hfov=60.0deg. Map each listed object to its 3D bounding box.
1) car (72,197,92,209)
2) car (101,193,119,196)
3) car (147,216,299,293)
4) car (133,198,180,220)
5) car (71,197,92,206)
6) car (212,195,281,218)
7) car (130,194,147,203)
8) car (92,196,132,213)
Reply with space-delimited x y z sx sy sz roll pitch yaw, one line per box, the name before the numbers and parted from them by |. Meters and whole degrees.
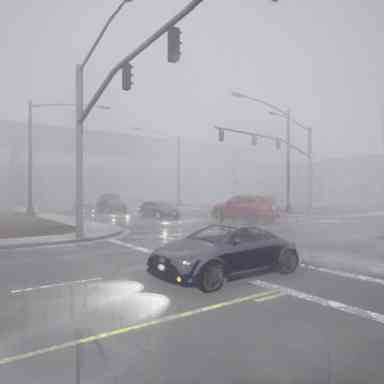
car | -14.663 1.526 44.928 1.812 1.442 4.674 0 0 -32
car | -11.954 1.221 47.343 2.150 2.045 5.566 0 0 -33
car | 0.926 1.558 8.871 4.181 1.385 1.994 0 0 -35
car | -2.872 1.505 28.448 1.837 1.490 4.892 0 0 -36
car | -18.565 1.548 56.155 2.033 1.411 5.357 0 0 -3
car | 3.937 1.222 24.641 2.150 2.045 5.566 -1 1 -38
car | -12.266 1.478 69.079 1.882 1.535 5.008 0 0 29
car | -8.875 1.478 36.587 1.882 1.535 5.008 0 0 -36
